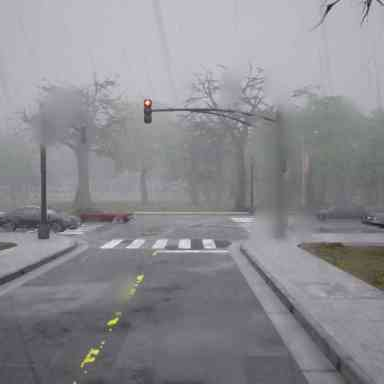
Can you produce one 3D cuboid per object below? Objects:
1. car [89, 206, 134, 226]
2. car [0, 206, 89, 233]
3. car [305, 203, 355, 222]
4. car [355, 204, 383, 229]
[{"bbox_3d":[-6.410,1.597,22.865,4.718,1.301,1.895,0,0,0],"label":"car"},{"bbox_3d":[-8.730,1.524,19.171,4.674,1.442,1.812,0,0,8],"label":"car"},{"bbox_3d":[11.820,1.563,26.311,5.357,1.411,2.033,0,0,0],"label":"car"},{"bbox_3d":[12.928,1.573,19.609,5.357,1.411,2.033,0,0,0],"label":"car"}]
